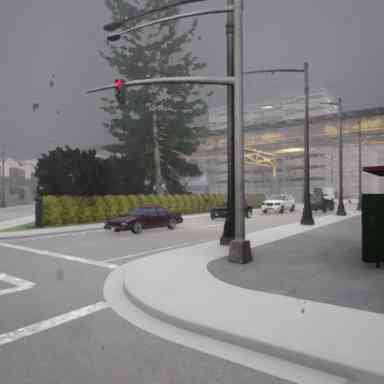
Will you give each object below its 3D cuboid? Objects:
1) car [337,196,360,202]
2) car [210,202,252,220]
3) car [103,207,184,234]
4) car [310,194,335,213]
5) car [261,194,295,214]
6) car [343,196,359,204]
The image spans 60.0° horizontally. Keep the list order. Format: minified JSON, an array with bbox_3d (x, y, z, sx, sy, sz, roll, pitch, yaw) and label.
[{"bbox_3d":[31.990,1.359,67.981,4.536,1.218,1.853,0,0,-29],"label":"car"},{"bbox_3d":[3.425,1.530,28.477,1.882,1.535,5.008,-1,0,36],"label":"car"},{"bbox_3d":[-2.697,1.598,20.031,2.033,1.411,5.357,-1,0,36],"label":"car"},{"bbox_3d":[14.372,1.243,37.319,2.150,2.045,5.566,-1,0,36],"label":"car"},{"bbox_3d":[9.729,1.277,37.140,2.150,2.045,5.566,-1,0,36],"label":"car"},{"bbox_3d":[31.946,1.517,67.954,4.974,1.542,2.038,0,0,-29],"label":"car"}]
